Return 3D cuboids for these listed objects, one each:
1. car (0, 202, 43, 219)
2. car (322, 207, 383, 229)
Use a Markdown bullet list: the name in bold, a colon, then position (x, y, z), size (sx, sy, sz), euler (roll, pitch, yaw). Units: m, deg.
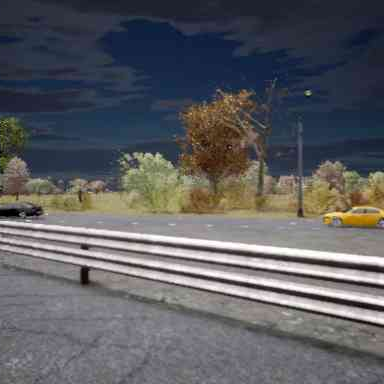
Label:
- **car**: position (-16.517, 1.705, 31.313), size (5.008, 1.535, 1.882), euler (0, 0, 13)
- **car**: position (12.283, 1.837, 24.583), size (5.008, 1.535, 1.882), euler (0, 0, 13)
